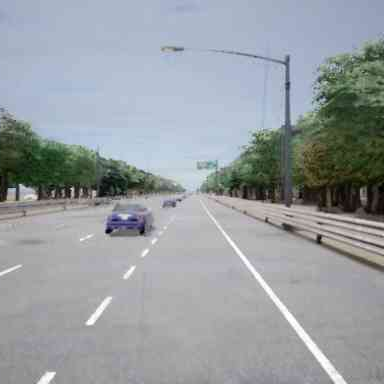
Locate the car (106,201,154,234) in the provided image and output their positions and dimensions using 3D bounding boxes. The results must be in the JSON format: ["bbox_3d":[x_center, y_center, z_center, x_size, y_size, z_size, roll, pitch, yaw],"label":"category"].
[{"bbox_3d":[-3.480,1.364,19.350,2.097,1.767,4.553,0,0,0],"label":"car"}]

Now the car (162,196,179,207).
[{"bbox_3d":[-3.358,1.571,50.918,1.812,1.442,4.674,0,0,0],"label":"car"}]

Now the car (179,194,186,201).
[{"bbox_3d":[-3.151,1.659,80.140,1.895,1.301,4.718,0,0,1],"label":"car"}]
